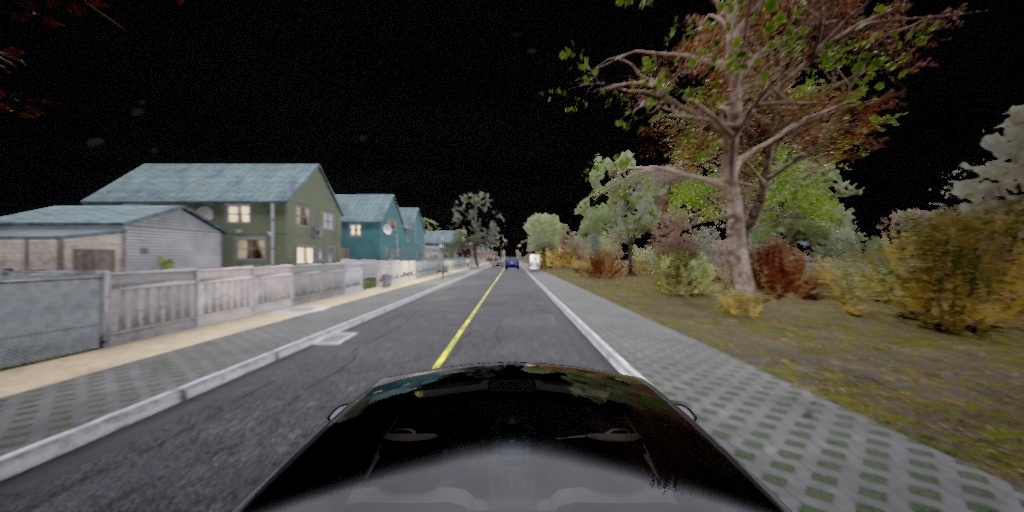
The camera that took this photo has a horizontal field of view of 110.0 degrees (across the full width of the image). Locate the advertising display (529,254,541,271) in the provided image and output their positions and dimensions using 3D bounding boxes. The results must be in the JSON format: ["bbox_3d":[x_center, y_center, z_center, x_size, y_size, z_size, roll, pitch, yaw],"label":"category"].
[{"bbox_3d":[3.020,0.896,47.678,1.540,2.440,0.280,0,0,0],"label":"advertising display"}]

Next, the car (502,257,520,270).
[{"bbox_3d":[0.013,1.155,56.354,2.150,2.045,5.566,0,0,0],"label":"car"}]
